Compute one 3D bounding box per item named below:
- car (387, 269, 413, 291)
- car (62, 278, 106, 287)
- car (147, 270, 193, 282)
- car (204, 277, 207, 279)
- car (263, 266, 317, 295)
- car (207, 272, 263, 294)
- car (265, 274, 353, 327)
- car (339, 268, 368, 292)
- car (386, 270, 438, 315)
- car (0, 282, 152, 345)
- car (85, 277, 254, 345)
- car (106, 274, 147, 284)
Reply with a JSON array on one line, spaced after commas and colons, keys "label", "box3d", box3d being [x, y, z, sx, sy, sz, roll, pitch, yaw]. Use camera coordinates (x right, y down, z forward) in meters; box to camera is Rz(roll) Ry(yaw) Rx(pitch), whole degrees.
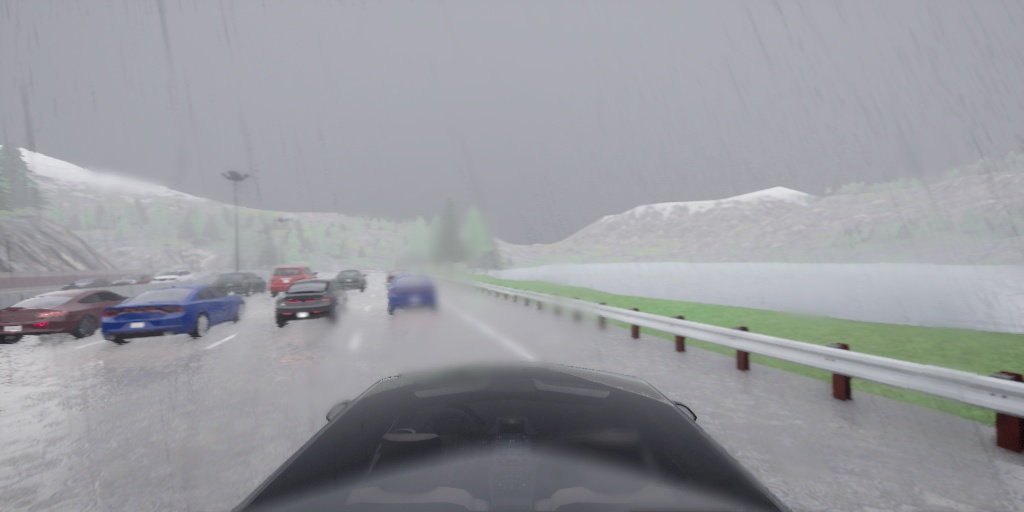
[{"label": "car", "box3d": [-9.449, 1.899, 29.943, 1.882, 1.535, 5.008, -1, 0, -19]}, {"label": "car", "box3d": [-46.634, 3.202, 39.651, 2.033, 1.411, 5.357, -1, -1, -21]}, {"label": "car", "box3d": [-40.542, 2.743, 43.050, 2.150, 2.045, 5.566, -1, -1, -22]}, {"label": "car", "box3d": [-38.302, 2.997, 46.655, 2.128, 1.511, 4.902, -1, -1, -23]}, {"label": "car", "box3d": [-15.313, 1.755, 25.456, 2.150, 2.045, 5.566, -1, -1, -19]}, {"label": "car", "box3d": [-18.929, 1.987, 25.228, 2.097, 1.767, 4.553, -1, -1, -19]}, {"label": "car", "box3d": [-7.361, 1.638, 13.544, 1.837, 1.490, 4.892, -1, 0, -19]}, {"label": "car", "box3d": [-12.334, 1.825, 27.567, 2.097, 1.767, 4.553, -1, -1, -19]}, {"label": "car", "box3d": [-4.440, 1.554, 15.803, 1.882, 1.535, 5.008, -1, 0, -19]}, {"label": "car", "box3d": [-14.170, 1.834, 11.825, 1.812, 1.442, 4.674, -1, -1, -19]}, {"label": "car", "box3d": [-10.352, 1.669, 11.477, 1.882, 1.535, 5.008, -1, -1, -19]}, {"label": "car", "box3d": [-43.703, 2.946, 41.481, 2.097, 1.767, 4.553, -1, -1, -22]}]
